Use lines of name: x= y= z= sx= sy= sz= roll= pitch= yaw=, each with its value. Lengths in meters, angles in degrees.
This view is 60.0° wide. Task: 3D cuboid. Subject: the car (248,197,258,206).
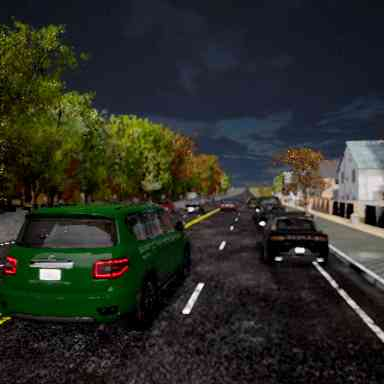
car: x=11.727 y=1.741 z=64.087 sx=1.882 sy=1.535 sz=5.008 roll=0 pitch=0 yaw=10

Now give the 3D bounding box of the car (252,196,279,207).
car: x=6.306 y=1.351 z=27.757 sx=2.150 sy=2.045 sz=5.566 roll=0 pitch=0 yaw=10

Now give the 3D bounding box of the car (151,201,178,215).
car: x=-3.014 y=1.725 z=37.217 sx=1.812 sy=1.442 sz=4.674 roll=0 pitch=0 yaw=10

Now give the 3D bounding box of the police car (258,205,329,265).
police car: x=3.540 y=1.481 z=12.079 sx=1.930 sy=1.638 sz=5.238 roll=0 pitch=0 yaw=10

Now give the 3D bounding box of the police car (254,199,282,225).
police car: x=5.278 y=1.527 z=21.927 sx=1.930 sy=1.638 sz=5.238 roll=0 pitch=0 yaw=10

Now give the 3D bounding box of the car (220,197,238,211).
car: x=4.864 y=1.748 z=43.428 sx=2.033 sy=1.411 sz=5.357 roll=0 pitch=0 yaw=13

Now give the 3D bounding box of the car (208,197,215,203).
car: x=4.272 y=1.746 z=77.938 sx=1.994 sy=1.385 sz=4.181 roll=0 pitch=0 yaw=10

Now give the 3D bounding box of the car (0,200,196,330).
car: x=-1.499 y=1.264 z=7.266 sx=2.150 sy=2.045 sz=5.566 roll=0 pitch=-1 yaw=10

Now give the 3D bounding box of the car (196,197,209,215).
car: x=0.285 y=1.681 z=37.205 sx=2.128 sy=1.511 sz=4.902 roll=0 pitch=0 yaw=10

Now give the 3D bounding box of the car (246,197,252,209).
car: x=9.280 y=1.720 z=49.947 sx=1.837 sy=1.490 sz=4.892 roll=0 pitch=0 yaw=10
